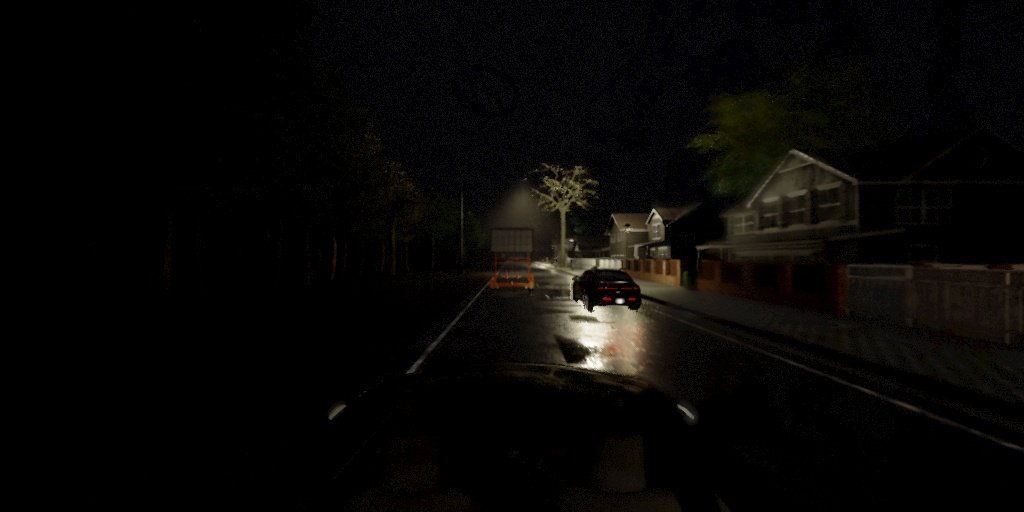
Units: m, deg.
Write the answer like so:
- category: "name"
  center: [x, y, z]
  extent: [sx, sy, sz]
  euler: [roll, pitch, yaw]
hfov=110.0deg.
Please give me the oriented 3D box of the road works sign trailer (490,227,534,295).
- category: "road works sign trailer"
  center: [0.002, 0.225, 19.648]
  extent: [2.380, 3.560, 2.880]
  euler: [0, 0, 0]

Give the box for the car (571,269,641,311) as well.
- category: "car"
  center: [3.600, 1.262, 14.371]
  extent: [1.837, 1.490, 4.892]
  euler: [0, 0, 0]
